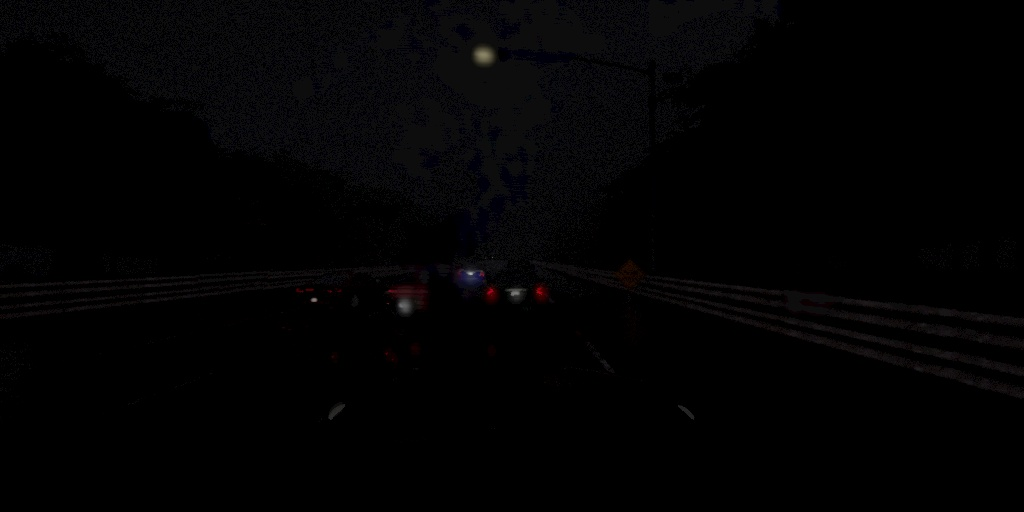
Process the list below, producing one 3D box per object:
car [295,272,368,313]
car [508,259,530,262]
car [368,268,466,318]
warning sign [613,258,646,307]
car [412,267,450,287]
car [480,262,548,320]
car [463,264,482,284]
[{"bbox_3d":[-6.765,1.385,14.864,1.882,1.535,5.008,0,0,2],"label":"car"},{"bbox_3d":[0.540,1.279,27.277,2.150,2.045,5.566,0,0,2],"label":"car"},{"bbox_3d":[-3.300,1.387,13.671,2.128,1.511,4.902,0,-1,2],"label":"car"},{"bbox_3d":[4.708,1.024,14.371,1.300,1.860,1.060,0,0,1],"label":"warning sign"},{"bbox_3d":[-6.405,1.634,28.894,1.994,1.385,4.181,0,0,2],"label":"car"},{"bbox_3d":[0.199,1.247,13.536,2.097,1.767,4.553,0,-1,2],"label":"car"},{"bbox_3d":[-2.917,1.419,28.520,2.097,1.767,4.553,0,-1,2],"label":"car"}]
